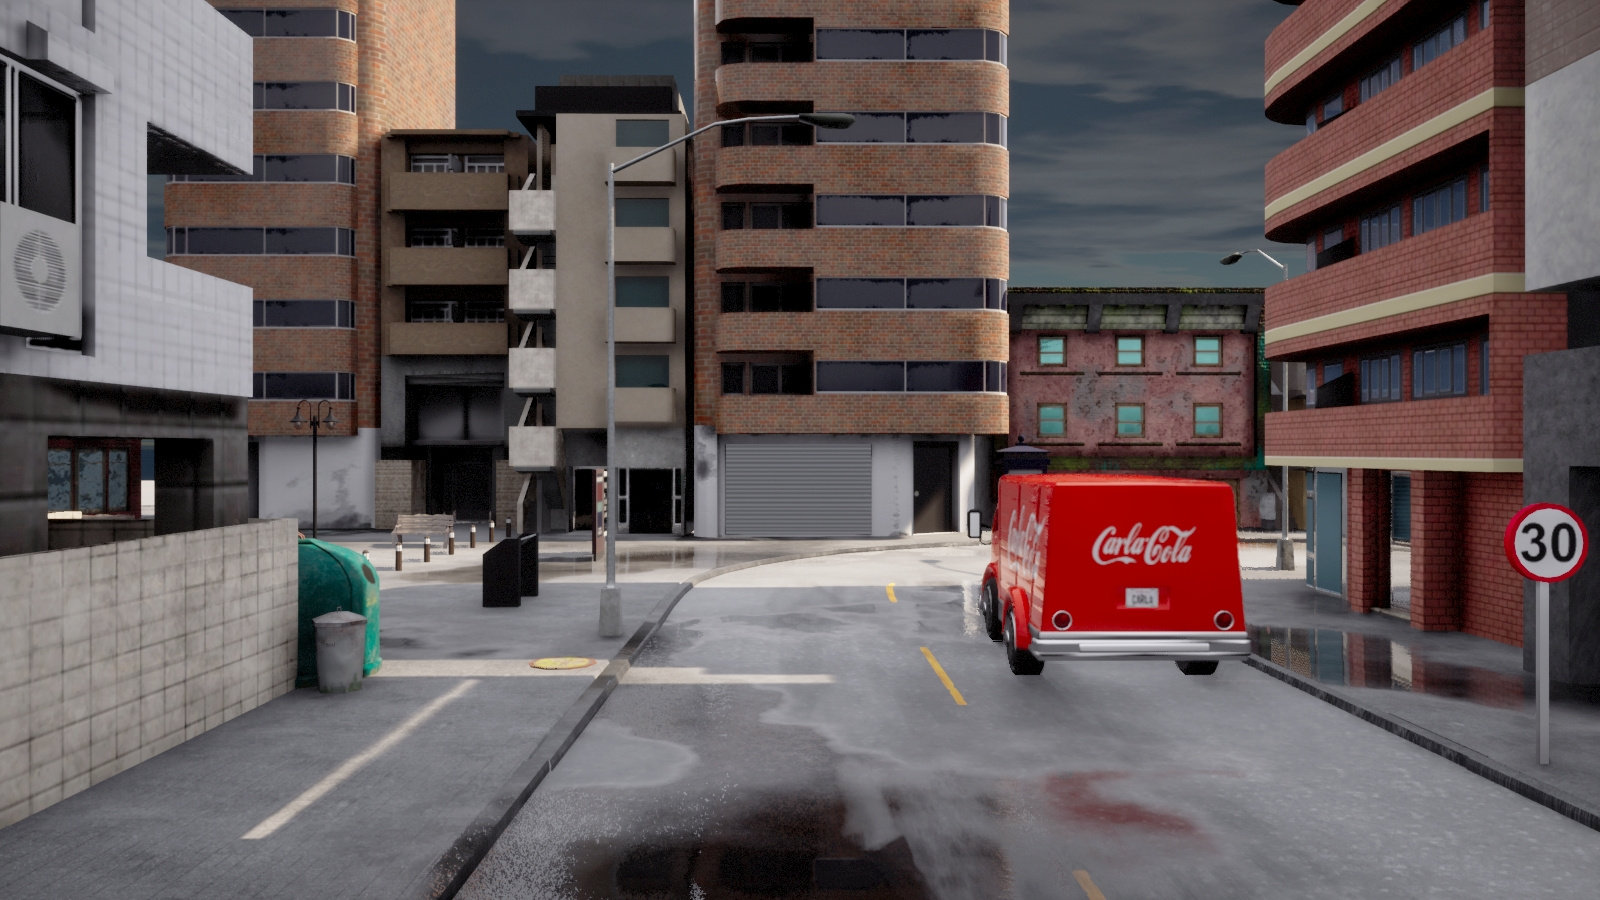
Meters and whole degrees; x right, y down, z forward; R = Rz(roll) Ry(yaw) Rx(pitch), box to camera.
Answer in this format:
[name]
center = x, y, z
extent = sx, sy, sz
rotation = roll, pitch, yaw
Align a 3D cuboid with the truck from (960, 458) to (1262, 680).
[truck]
center = 3.846, 1.351, 15.387
extent = 2.627, 2.467, 5.204
rotation = 0, 0, 0
